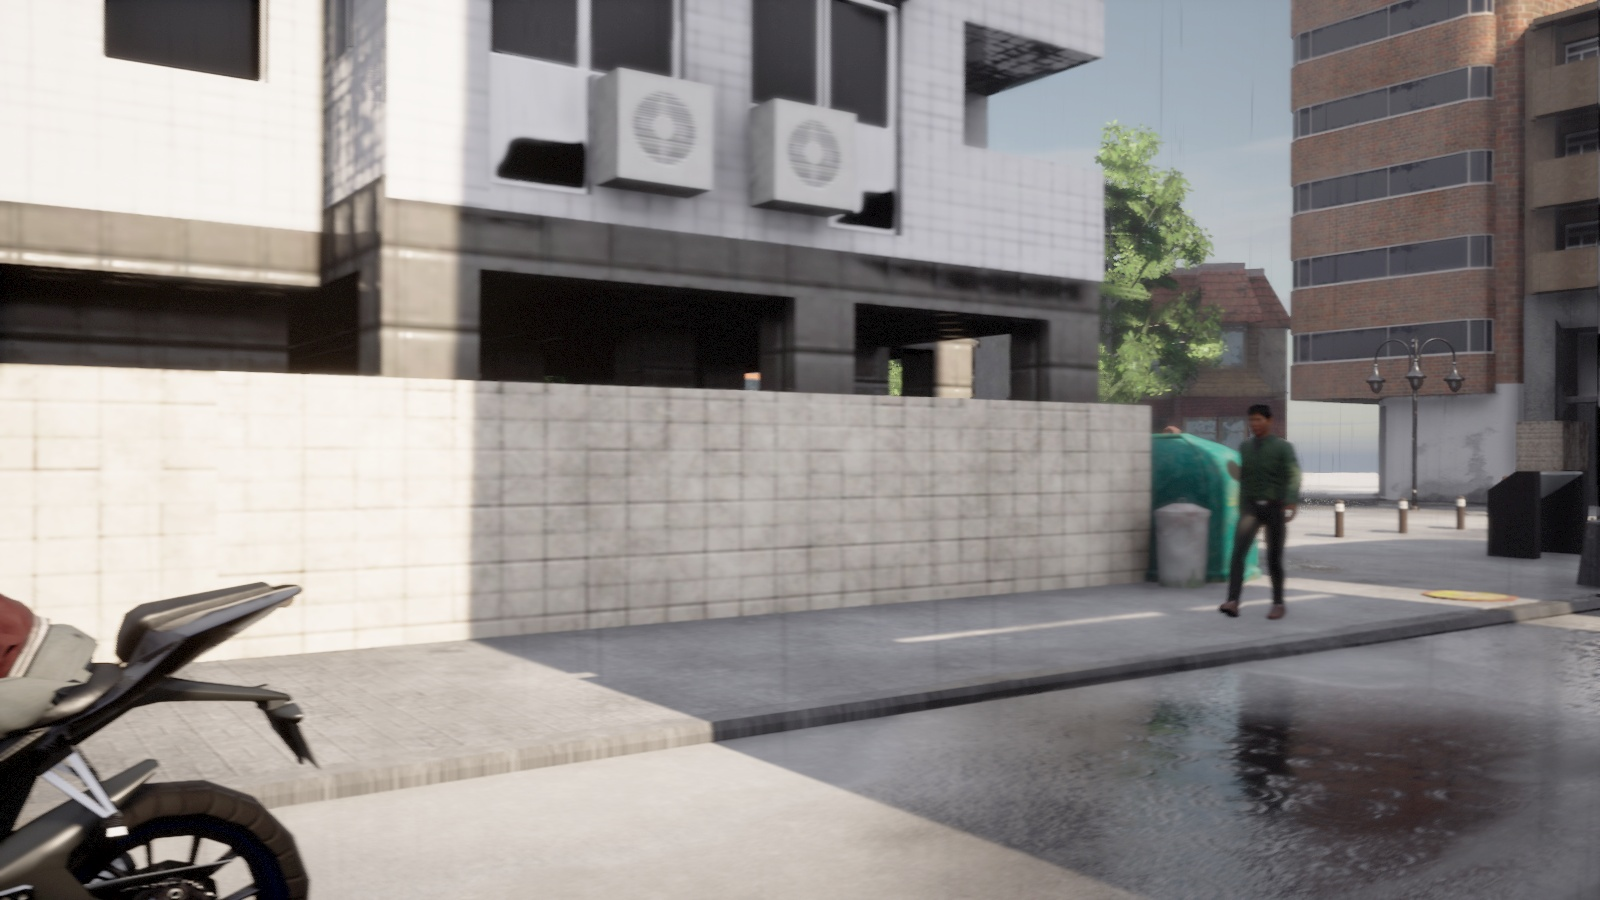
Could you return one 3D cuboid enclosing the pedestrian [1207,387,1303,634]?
[{"bbox_3d":[3.752,0.480,10.338,0.788,1.949,0.423,0,0,-43],"label":"pedestrian"}]

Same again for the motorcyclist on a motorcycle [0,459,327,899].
[{"bbox_3d":[-2.262,0.791,2.694,2.191,1.530,0.866,0,0,-35],"label":"motorcyclist on a motorcycle"}]
